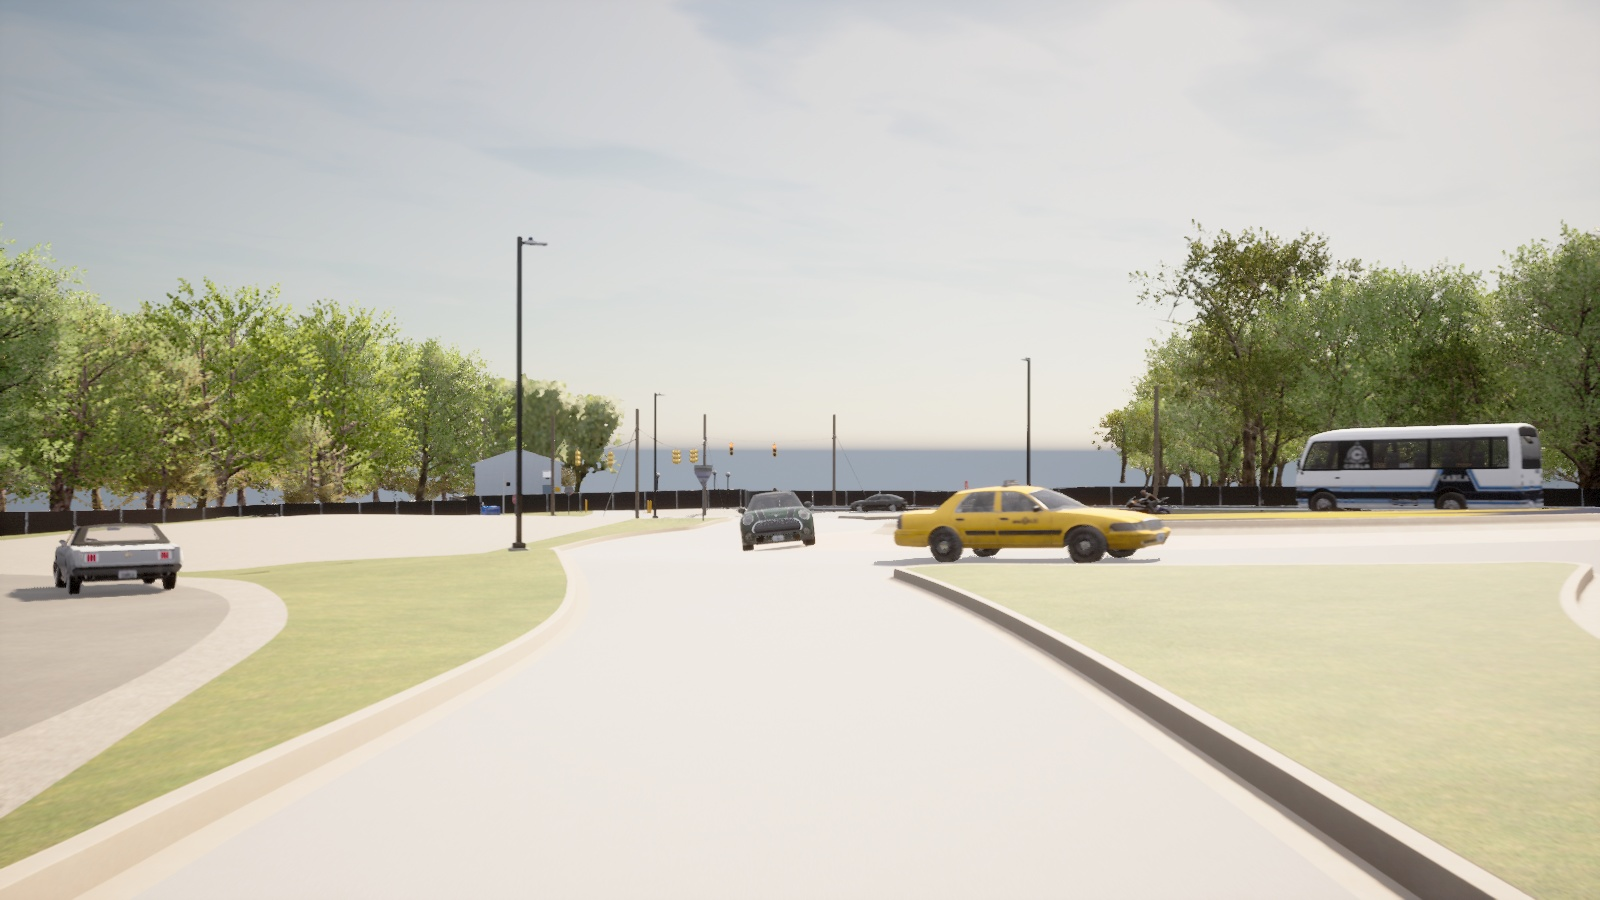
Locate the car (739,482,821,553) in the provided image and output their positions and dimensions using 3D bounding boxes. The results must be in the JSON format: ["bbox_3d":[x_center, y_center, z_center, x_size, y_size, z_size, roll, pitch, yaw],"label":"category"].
[{"bbox_3d":[-0.617,2.019,37.150,2.097,1.767,4.553,-6,-4,-2],"label":"car"}]

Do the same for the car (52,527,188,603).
[{"bbox_3d":[-13.715,2.240,25.173,1.895,1.301,4.718,0,-3,-35],"label":"car"}]

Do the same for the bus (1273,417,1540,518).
[{"bbox_3d":[27.789,0.865,58.066,3.944,4.253,10.273,0,-2,-44],"label":"bus"}]

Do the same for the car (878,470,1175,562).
[{"bbox_3d":[4.297,1.306,24.409,5.366,1.575,1.801,-4,-2,37],"label":"car"}]

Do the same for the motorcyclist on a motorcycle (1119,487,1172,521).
[{"bbox_3d":[16.034,2.517,58.241,2.191,1.530,0.866,-2,-3,4],"label":"motorcyclist on a motorcycle"}]
